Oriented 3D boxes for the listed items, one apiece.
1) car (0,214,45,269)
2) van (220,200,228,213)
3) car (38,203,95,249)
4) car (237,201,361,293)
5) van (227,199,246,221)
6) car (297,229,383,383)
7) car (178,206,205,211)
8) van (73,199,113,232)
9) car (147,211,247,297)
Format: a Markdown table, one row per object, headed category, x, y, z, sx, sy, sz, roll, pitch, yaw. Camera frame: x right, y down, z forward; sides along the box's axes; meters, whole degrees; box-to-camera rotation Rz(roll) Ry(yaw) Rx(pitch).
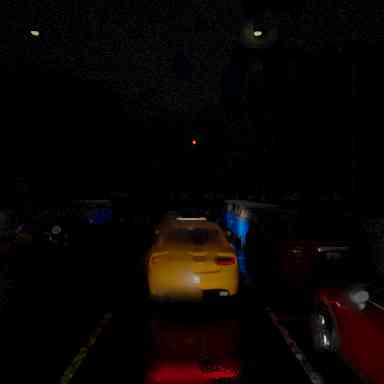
| category | x | y | z | sx | sy | sz | roll | pitch | yaw |
| --- | --- | --- | --- | --- | --- | --- | --- | --- | --- |
| car | -5.807 | 1.525 | 8.593 | 1.752 | 1.417 | 4.829 | 0 | 0 | 0 |
| van | 2.660 | 1.343 | 19.683 | 1.690 | 1.788 | 3.998 | 0 | 0 | 0 |
| car | -5.836 | 1.441 | 14.200 | 1.967 | 1.590 | 4.097 | 0 | 0 | 0 |
| car | 2.717 | 1.315 | 8.808 | 2.192 | 1.841 | 5.009 | 0 | 0 | 0 |
| van | 2.688 | 1.342 | 14.245 | 1.690 | 1.788 | 3.998 | 0 | 0 | 0 |
| car | 2.746 | 1.440 | 3.370 | 1.967 | 1.590 | 4.097 | 0 | 0 | 0 |
| car | -0.048 | 1.493 | 18.137 | 2.128 | 1.511 | 4.902 | 0 | 0 | 0 |
| van | -5.865 | 1.342 | 19.638 | 1.690 | 1.788 | 3.998 | 0 | 0 | 0 |
| car | 0.039 | 1.478 | 8.635 | 1.882 | 1.535 | 5.008 | 0 | 0 | 0 |
